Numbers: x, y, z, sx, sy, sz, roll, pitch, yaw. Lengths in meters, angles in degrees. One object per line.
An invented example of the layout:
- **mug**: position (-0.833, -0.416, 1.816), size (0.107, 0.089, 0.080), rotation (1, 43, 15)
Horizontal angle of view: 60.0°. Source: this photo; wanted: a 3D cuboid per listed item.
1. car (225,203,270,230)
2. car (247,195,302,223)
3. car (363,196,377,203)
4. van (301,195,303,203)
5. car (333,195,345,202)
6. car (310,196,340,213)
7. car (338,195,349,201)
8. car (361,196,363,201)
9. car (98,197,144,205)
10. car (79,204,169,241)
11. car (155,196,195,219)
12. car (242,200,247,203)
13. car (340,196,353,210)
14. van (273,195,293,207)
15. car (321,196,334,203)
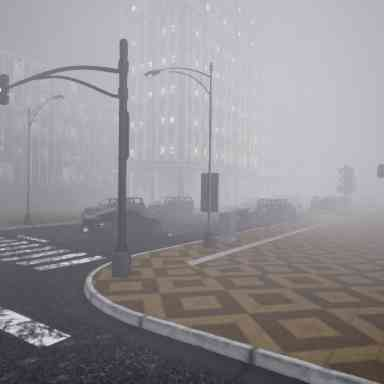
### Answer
- **car**: position (3.306, 1.668, 21.999), size (1.802, 1.307, 4.206), rotation (1, 0, 35)
- **car**: position (6.804, 1.409, 26.922), size (2.192, 1.841, 5.009), rotation (1, 0, 35)
- **car**: position (39.640, 1.598, 73.428), size (1.967, 1.590, 4.097), rotation (1, 1, 35)
- **van**: position (17.165, 1.352, 55.365), size (1.690, 1.788, 3.998), rotation (1, 0, 35)
- **car**: position (36.325, 1.571, 82.374), size (1.752, 1.417, 4.829), rotation (1, 1, 35)
- **car**: position (15.392, 1.427, 39.160), size (2.192, 1.841, 5.009), rotation (1, 0, 35)
- **car**: position (39.633, 1.616, 87.037), size (1.947, 1.339, 4.313), rotation (1, 1, 35)
- **car**: position (44.108, 1.656, 84.157), size (2.128, 1.511, 4.902), rotation (1, 1, 35)
- **car**: position (-5.412, 1.275, 23.770), size (2.192, 1.841, 5.009), rotation (1, 0, 35)
- **car**: position (-3.511, 1.562, 17.048), size (1.812, 1.442, 4.674), rotation (1, 1, 35)
- **car**: position (-1.748, 1.283, 28.934), size (2.192, 1.841, 5.009), rotation (1, 0, 35)
- **car**: position (7.776, 1.431, 42.247), size (1.967, 1.590, 4.097), rotation (1, 0, 35)
- **car**: position (20.381, 1.437, 46.282), size (2.192, 1.841, 5.009), rotation (1, 0, 35)
- **van**: position (13.954, 1.345, 50.841), size (1.690, 1.788, 3.998), rotation (1, 0, 35)
- **car**: position (30.002, 1.617, 73.464), size (1.802, 1.307, 4.206), rotation (1, 1, 35)
